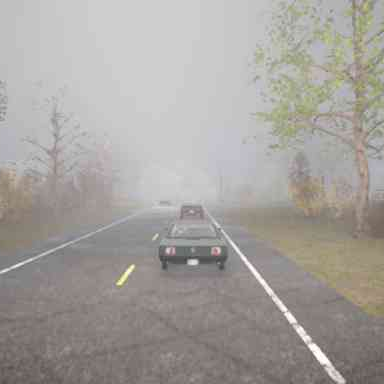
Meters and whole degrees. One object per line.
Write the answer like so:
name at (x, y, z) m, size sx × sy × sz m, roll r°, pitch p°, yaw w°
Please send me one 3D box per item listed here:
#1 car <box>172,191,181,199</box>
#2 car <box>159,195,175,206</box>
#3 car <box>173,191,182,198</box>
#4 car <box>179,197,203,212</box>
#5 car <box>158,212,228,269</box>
car at (-3.931, 0.769, 87.624) m, size 2.150 × 2.045 × 5.566 m, roll 0°, pitch 0°, yaw 0°
car at (-4.002, 1.430, 50.638) m, size 1.895 × 1.301 × 4.718 m, roll 0°, pitch 0°, yaw -3°
car at (-3.773, 1.032, 80.297) m, size 1.812 × 1.442 × 4.674 m, roll 0°, pitch 0°, yaw -2°
car at (-0.018, 1.391, 29.033) m, size 1.882 × 1.535 × 5.008 m, roll 0°, pitch 0°, yaw 0°
car at (0.043, 1.568, 11.007) m, size 1.895 × 1.301 × 4.718 m, roll 0°, pitch 0°, yaw 0°
